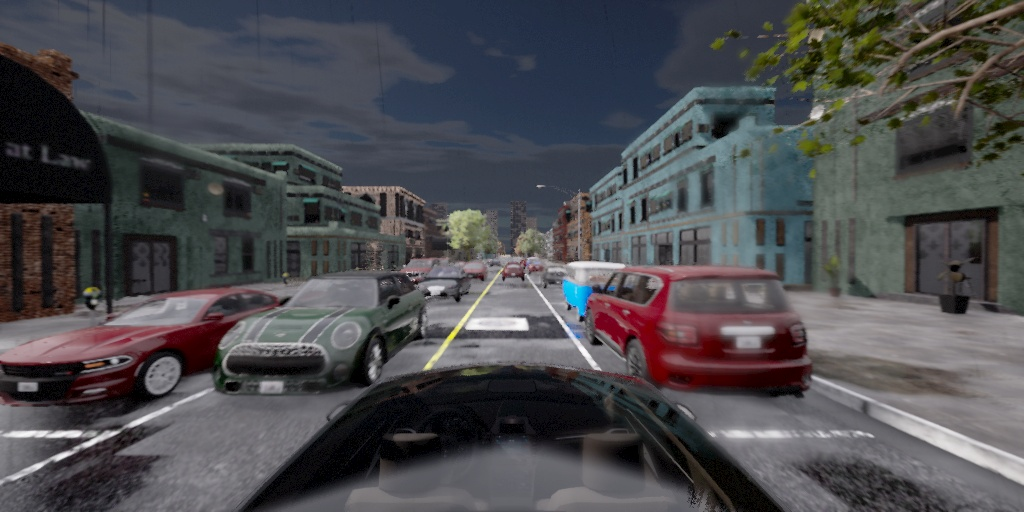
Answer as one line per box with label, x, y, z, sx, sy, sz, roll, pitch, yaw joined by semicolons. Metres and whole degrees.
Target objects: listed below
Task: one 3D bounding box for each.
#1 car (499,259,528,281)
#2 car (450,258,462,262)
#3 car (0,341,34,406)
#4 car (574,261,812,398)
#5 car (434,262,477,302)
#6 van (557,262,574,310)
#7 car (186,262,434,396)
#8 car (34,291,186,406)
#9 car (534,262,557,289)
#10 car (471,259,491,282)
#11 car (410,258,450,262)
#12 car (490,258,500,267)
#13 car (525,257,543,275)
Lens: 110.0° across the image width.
car;0.108;1.268;30.428;1.812;1.442;4.674;0;0;0
car;-5.678;1.058;28.638;2.192;1.841;5.009;0;0;0
car;-5.686;1.065;0.917;2.192;1.841;5.009;0;0;0
car;2.696;1.063;6.459;2.192;1.841;5.009;0;0;0
car;-3.085;1.238;17.024;2.128;1.511;4.902;0;0;0
van;2.698;1.088;12.003;1.690;1.789;3.998;0;0;0
car;-3.097;1.101;6.873;2.097;1.767;4.553;0;0;0
car;-5.685;1.294;6.461;1.888;1.381;4.507;0;0;0
car;2.701;1.295;23.091;2.007;1.370;4.403;0;0;0
car;-3.025;1.221;29.036;1.882;1.535;5.008;0;0;0
car;-5.680;1.060;23.094;2.192;1.841;5.009;0;0;0
car;-2.990;1.278;65.194;2.033;1.411;5.357;0;0;0
car;2.706;1.179;39.723;1.967;1.591;4.097;0;0;0
